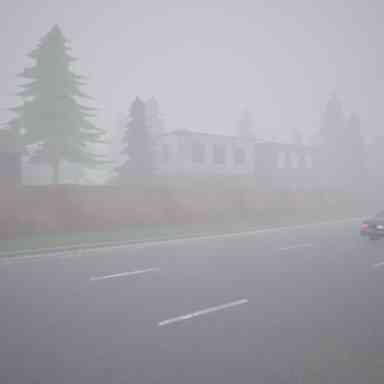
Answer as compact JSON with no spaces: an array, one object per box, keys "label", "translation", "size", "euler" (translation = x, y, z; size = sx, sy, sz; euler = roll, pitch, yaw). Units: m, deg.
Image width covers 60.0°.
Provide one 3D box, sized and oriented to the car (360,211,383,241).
[{"label":"car","translation":[9.670,1.454,14.928],"size":[5.357,1.411,2.033],"euler":[0,0,-35]}]
